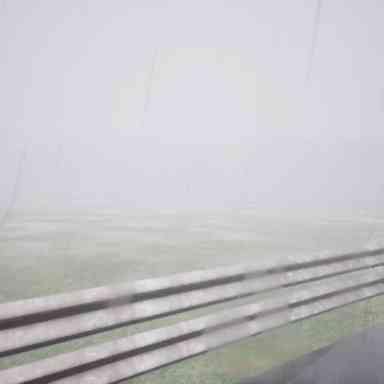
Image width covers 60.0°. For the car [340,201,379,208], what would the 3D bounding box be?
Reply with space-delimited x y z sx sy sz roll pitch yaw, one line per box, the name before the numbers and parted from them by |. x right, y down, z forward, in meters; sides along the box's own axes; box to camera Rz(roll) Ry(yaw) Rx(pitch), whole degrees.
car | 22.880 1.461 45.029 4.181 1.385 1.994 1 0 9

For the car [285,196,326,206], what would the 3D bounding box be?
car | 16.503 1.320 49.560 5.357 1.411 2.033 1 0 9

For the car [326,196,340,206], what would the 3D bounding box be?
car | 20.997 1.384 52.423 4.674 1.442 1.812 1 0 9
